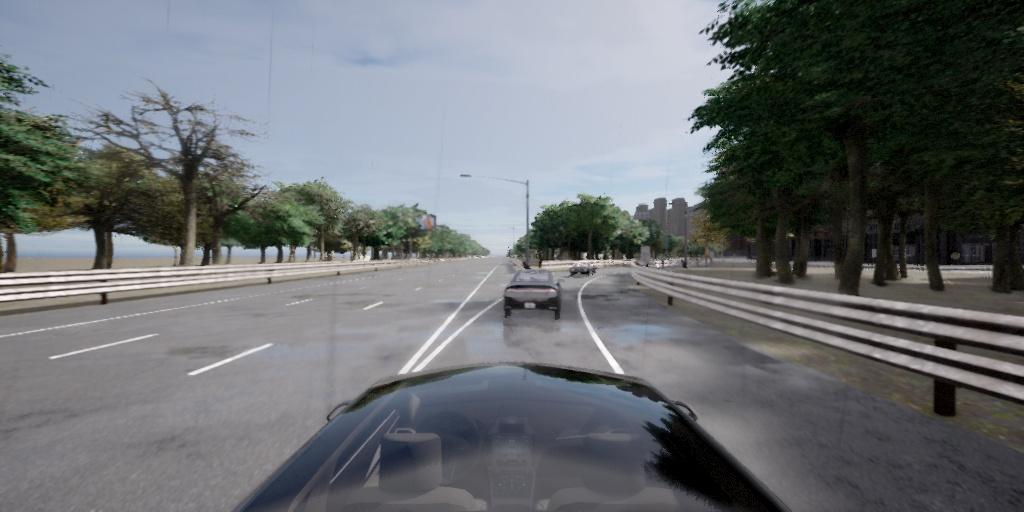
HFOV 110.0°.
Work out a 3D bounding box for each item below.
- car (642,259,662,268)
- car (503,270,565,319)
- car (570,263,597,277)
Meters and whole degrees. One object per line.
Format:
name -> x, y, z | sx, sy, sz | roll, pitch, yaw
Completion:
car -> 23.472, 1.220, 60.101 | 1.882, 1.535, 5.008 | 0, 0, 42
car -> 0.852, 1.244, 12.932 | 2.128, 1.511, 4.902 | 0, 0, 8
car -> 7.215, 1.342, 35.707 | 1.895, 1.301, 4.718 | 0, 0, 24
